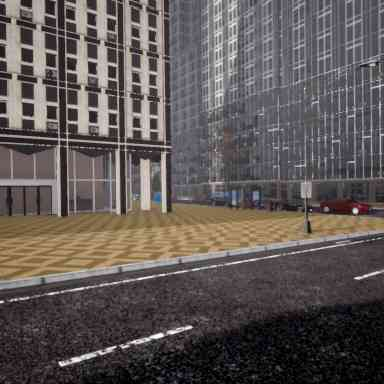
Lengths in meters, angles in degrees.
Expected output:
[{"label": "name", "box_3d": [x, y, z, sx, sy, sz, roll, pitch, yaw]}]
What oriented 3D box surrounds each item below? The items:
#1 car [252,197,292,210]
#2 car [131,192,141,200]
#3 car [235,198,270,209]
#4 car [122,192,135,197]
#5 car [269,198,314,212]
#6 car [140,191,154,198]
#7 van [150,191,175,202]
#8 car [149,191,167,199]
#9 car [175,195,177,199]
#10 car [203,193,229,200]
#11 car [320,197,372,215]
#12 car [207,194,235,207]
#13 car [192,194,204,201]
[{"label": "car", "box_3d": [9.813, 1.365, 41.290, 1.895, 1.301, 4.718, -1, 1, -35]}, {"label": "car", "box_3d": [-11.637, 1.039, 68.065, 2.008, 1.369, 4.403, 0, 1, -34]}, {"label": "car", "box_3d": [7.526, 1.388, 39.860, 1.802, 1.307, 4.206, 0, 1, -34]}, {"label": "car", "box_3d": [-17.558, 0.688, 91.558, 2.008, 1.369, 4.403, 0, 1, -34]}, {"label": "car", "box_3d": [10.721, 1.424, 35.157, 1.947, 1.339, 4.313, 0, 1, -34]}, {"label": "car", "box_3d": [-11.140, 0.686, 82.175, 1.967, 1.590, 4.097, 0, 1, -34]}, {"label": "van", "box_3d": [-5.218, 0.937, 58.681, 1.690, 1.788, 3.998, 0, 1, -34]}, {"label": "car", "box_3d": [-7.930, 0.615, 77.483, 2.192, 1.841, 5.009, 0, 1, -34]}, {"label": "car", "box_3d": [-4.721, 0.936, 72.796, 1.802, 1.307, 4.206, 0, 1, -34]}, {"label": "car", "box_3d": [4.115, 1.236, 49.636, 1.994, 1.385, 4.181, -1, 1, -34]}, {"label": "car", "box_3d": [15.299, 1.330, 33.255, 1.882, 1.535, 5.008, -1, 1, -34]}, {"label": "car", "box_3d": [4.365, 1.319, 44.583, 1.947, 1.339, 4.313, 0, 1, -34]}, {"label": "car", "box_3d": [1.698, 1.043, 63.414, 1.802, 1.307, 4.206, 0, 1, -34]}]
